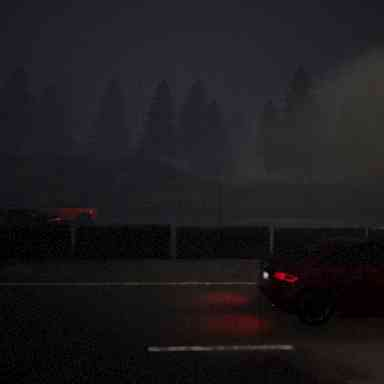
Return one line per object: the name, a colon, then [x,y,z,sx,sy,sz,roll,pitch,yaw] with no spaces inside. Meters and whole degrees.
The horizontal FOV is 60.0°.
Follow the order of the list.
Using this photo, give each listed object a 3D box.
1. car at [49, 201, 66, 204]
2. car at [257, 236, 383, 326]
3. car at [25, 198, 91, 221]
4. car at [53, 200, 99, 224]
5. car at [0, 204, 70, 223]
car: [-10.707,1.490,20.229,5.008,1.535,1.882,1,0,-2]
car: [3.443,1.619,6.633,4.181,1.385,1.994,0,0,-2]
car: [-10.858,1.401,27.230,4.553,1.767,2.097,1,0,-3]
car: [-9.086,1.402,23.804,4.553,1.767,2.097,1,0,-2]
car: [-9.108,1.516,16.795,4.892,1.490,1.837,1,0,-2]
